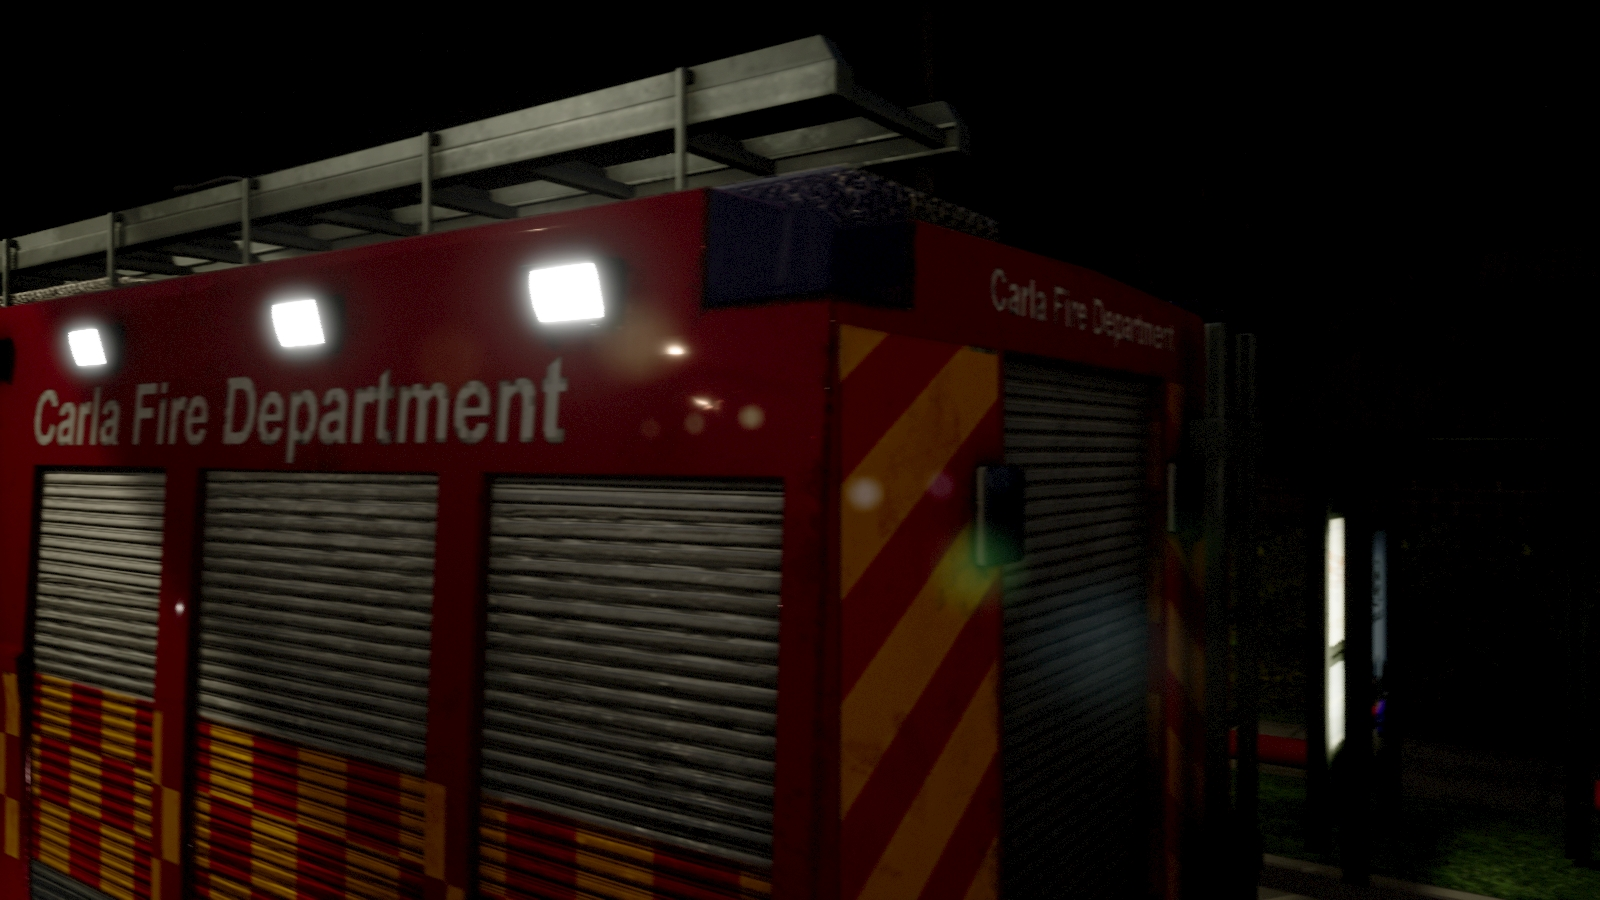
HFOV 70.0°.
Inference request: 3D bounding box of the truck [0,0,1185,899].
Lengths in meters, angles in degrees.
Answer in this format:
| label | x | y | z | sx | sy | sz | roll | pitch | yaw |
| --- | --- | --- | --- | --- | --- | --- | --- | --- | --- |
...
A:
| label | x | y | z | sx | sy | sz | roll | pitch | yaw |
| --- | --- | --- | --- | --- | --- | --- | --- | --- | --- |
| truck | -2.871 | 0.904 | 5.480 | 8.468 | 3.827 | 2.891 | 0 | 0 | 35 |
